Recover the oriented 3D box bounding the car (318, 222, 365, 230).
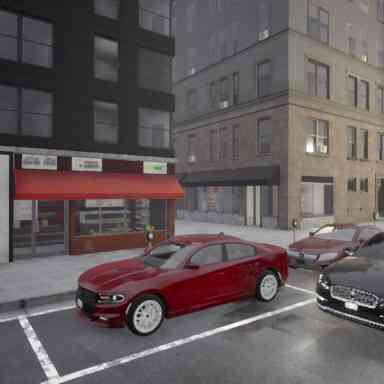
[{"bbox_3d":[4.542,1.576,9.885,4.206,1.307,1.802,0,0,-35],"label":"car"}]

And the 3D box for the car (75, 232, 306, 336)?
[{"bbox_3d":[0.022,1.545,6.662,4.507,1.381,1.887,0,0,-35],"label":"car"}]

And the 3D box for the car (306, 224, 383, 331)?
[{"bbox_3d":[4.431,1.501,6.534,4.892,1.490,1.837,0,0,-35],"label":"car"}]
